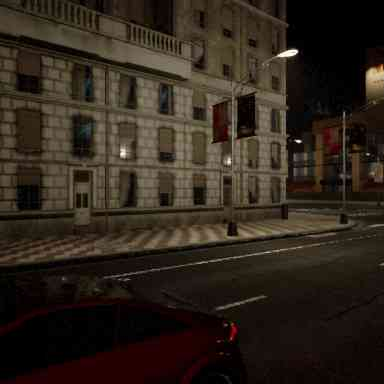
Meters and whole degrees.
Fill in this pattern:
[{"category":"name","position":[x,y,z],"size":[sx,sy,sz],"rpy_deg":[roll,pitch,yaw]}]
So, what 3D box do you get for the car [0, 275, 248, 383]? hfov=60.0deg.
[{"category":"car","position":[-1.505,1.564,2.956],"size":[4.181,1.385,1.994],"rpy_deg":[0,0,-35]}]
